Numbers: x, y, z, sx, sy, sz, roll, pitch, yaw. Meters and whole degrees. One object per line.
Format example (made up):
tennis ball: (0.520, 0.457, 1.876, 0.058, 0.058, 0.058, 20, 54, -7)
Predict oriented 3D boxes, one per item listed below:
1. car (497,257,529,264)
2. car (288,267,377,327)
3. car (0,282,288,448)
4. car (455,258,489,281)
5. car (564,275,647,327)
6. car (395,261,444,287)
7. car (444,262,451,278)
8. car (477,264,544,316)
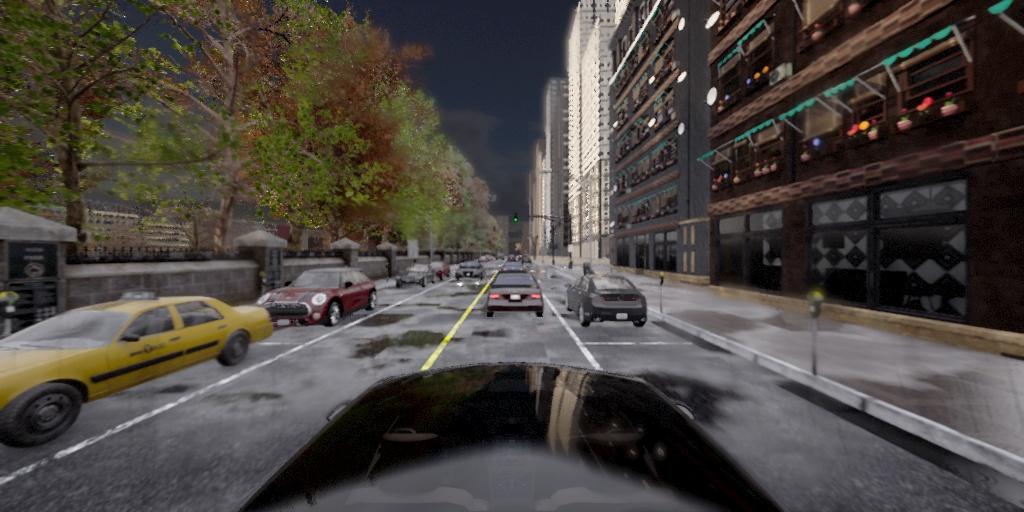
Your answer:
car: (0.074, 1.050, 28.914, 2.033, 1.411, 5.357, 0, 1, 0)
car: (-5.701, 1.106, 10.936, 1.967, 1.591, 4.097, 0, 0, 0)
car: (-5.695, 1.242, 5.227, 1.751, 1.417, 4.829, 0, 0, 0)
car: (-3.094, 1.081, 27.304, 1.994, 1.385, 4.181, 0, 0, 0)
car: (2.680, 1.215, 10.946, 2.007, 1.370, 4.403, 0, 0, 0)
car: (-5.788, 1.115, 22.011, 2.007, 1.370, 4.403, 0, 0, 0)
car: (-5.845, 1.060, 27.551, 1.888, 1.381, 4.507, 0, 0, 0)
car: (0.089, 1.196, 12.755, 2.033, 1.411, 5.357, 0, 1, 0)
